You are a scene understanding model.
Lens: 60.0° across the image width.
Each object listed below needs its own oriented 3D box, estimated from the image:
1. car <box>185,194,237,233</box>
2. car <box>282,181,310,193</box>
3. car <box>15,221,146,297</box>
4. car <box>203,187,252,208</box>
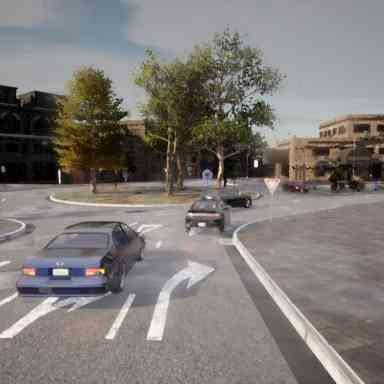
[{"bbox_3d":[0.919,1.113,17.109,2.128,1.511,4.902,0,3,11],"label":"car"},{"bbox_3d":[12.502,-0.634,40.495,1.895,1.301,4.718,0,5,-4],"label":"car"},{"bbox_3d":[-2.428,1.472,8.660,2.033,1.411,5.357,0,1,0],"label":"car"},{"bbox_3d":[2.617,0.392,25.225,2.097,1.767,4.553,5,7,44],"label":"car"}]
